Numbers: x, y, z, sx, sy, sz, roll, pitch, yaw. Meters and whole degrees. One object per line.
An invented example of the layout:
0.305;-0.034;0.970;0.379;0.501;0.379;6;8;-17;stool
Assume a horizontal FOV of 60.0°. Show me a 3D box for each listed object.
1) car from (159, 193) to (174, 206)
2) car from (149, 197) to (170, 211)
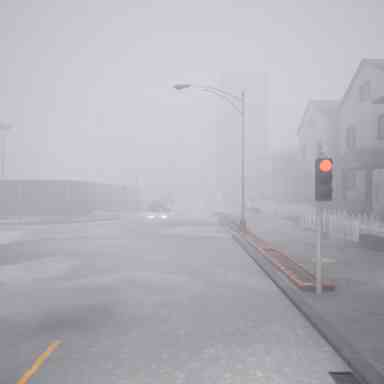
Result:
-4.058;1.223;53.948;2.150;2.045;5.566;0;0;1;car
-4.097;1.601;40.991;1.895;1.301;4.718;0;0;0;car
